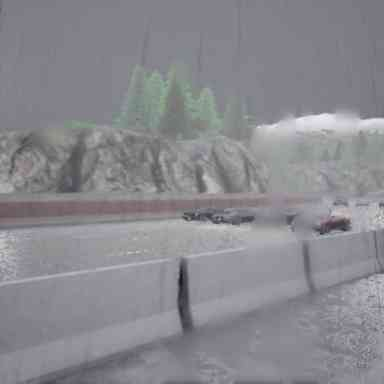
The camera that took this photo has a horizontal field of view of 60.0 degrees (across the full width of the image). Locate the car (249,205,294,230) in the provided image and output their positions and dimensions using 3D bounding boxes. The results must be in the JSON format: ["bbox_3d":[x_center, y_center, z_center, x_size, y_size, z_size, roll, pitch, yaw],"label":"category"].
[{"bbox_3d":[6.291,1.679,22.845,4.892,1.490,1.837,0,-1,-43],"label":"car"}]

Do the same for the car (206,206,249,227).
[{"bbox_3d":[3.403,1.763,24.945,4.181,1.385,1.994,0,-1,-43],"label":"car"}]

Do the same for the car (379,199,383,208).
[{"bbox_3d":[32.213,1.832,55.164,1.882,1.535,5.008,0,0,31],"label":"car"}]

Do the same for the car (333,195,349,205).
[{"bbox_3d":[26.976,1.625,60.114,2.150,2.045,5.566,0,0,30],"label":"car"}]

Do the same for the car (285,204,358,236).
[{"bbox_3d":[7.593,1.667,19.292,4.674,1.442,1.812,0,-1,-43],"label":"car"}]

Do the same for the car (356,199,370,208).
[{"bbox_3d":[29.468,1.930,57.385,1.812,1.442,4.674,0,0,30],"label":"car"}]

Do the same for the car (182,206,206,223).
[{"bbox_3d":[1.411,1.829,27.830,4.718,1.301,1.895,0,-1,-43],"label":"car"}]
